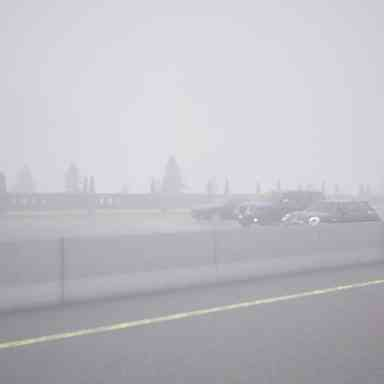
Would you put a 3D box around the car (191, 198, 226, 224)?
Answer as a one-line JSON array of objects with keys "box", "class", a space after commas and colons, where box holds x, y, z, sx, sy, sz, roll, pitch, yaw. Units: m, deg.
[{"box": [2.370, 1.060, 20.666, 5.008, 1.535, 1.882, 0, 1, -26], "class": "car"}]

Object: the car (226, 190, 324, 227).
[{"box": [4.953, 0.910, 18.028, 5.566, 2.045, 2.150, 0, 1, -26], "class": "car"}]

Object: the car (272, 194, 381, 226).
[{"box": [6.180, 1.136, 14.738, 4.553, 1.767, 2.097, 0, 1, -26], "class": "car"}]
